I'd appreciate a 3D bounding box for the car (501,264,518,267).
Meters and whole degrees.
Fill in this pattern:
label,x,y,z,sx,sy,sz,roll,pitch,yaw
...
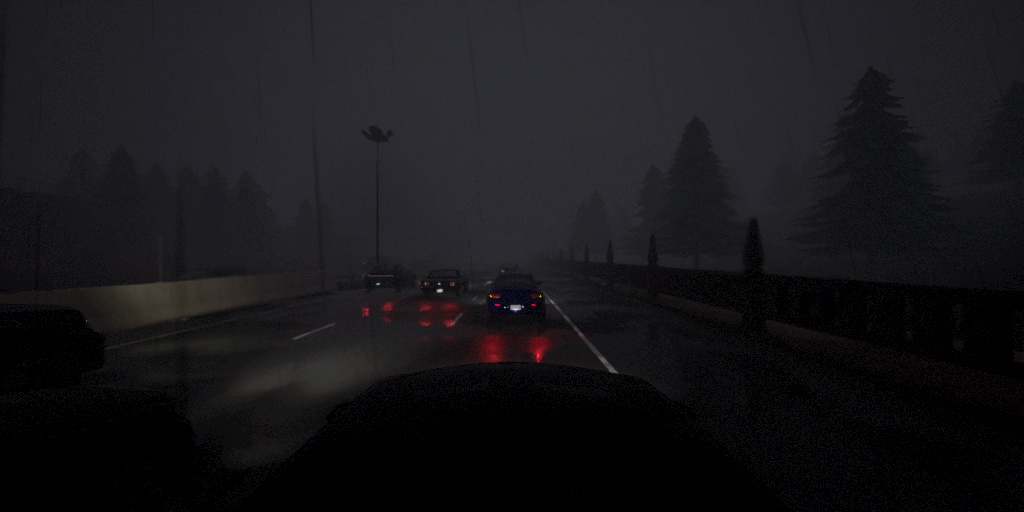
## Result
label,x,y,z,sx,sy,sz,roll,pitch,yaw
car,-0.264,1.353,32.867,1.895,1.301,4.718,0,0,-2

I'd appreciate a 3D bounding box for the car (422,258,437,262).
label,x,y,z,sx,sy,sz,roll,pitch,yaw
car,-15.114,1.355,63.090,1.895,1.301,4.718,0,0,-1

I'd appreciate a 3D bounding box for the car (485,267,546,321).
label,x,y,z,sx,sy,sz,roll,pitch,yaw
car,0.100,1.276,12.345,1.812,1.442,4.674,0,0,0

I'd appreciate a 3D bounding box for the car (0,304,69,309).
label,x,y,z,sx,sy,sz,roll,pitch,yaw
car,-6.899,0.972,2.681,2.150,2.045,5.566,0,0,0

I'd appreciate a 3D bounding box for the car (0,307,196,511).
label,x,y,z,sx,sy,sz,roll,pitch,yaw
car,-3.399,1.242,0.792,2.128,1.511,4.902,0,0,0

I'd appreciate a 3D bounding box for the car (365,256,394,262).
label,x,y,z,sx,sy,sz,roll,pitch,yaw
car,-18.343,0.976,48.841,2.150,2.045,5.566,0,0,-1

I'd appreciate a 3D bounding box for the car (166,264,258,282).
label,x,y,z,sx,sy,sz,roll,pitch,yaw
car,-14.118,1.278,16.698,1.812,1.442,4.674,0,0,0

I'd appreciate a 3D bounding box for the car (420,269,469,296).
label,x,y,z,sx,sy,sz,roll,pitch,yaw
car,-3.436,1.352,19.178,1.895,1.301,4.718,0,0,-1

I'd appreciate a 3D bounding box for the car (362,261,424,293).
label,x,y,z,sx,sy,sz,roll,pitch,yaw
car,-6.966,1.243,20.998,2.128,1.511,4.902,0,0,-1
